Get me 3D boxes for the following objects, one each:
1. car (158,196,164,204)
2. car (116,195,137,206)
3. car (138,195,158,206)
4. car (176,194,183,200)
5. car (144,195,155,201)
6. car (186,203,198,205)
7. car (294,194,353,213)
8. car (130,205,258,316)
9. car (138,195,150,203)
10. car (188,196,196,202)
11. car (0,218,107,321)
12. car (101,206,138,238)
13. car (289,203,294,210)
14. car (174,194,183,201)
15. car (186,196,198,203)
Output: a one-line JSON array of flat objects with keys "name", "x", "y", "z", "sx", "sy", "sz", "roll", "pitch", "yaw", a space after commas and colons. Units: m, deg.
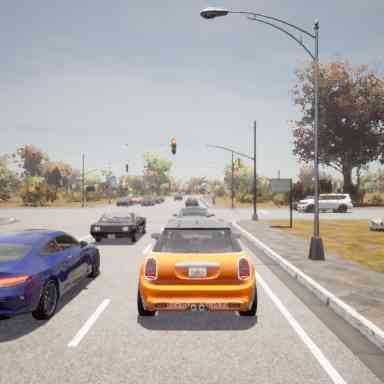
[{"name": "car", "x": -7.103, "y": 1.477, "z": 63.838, "sx": 1.882, "sy": 1.535, "sz": 5.008, "roll": 0, "pitch": 0, "yaw": 0}, {"name": "car", "x": -10.643, "y": 1.547, "z": 53.164, "sx": 2.033, "sy": 1.411, "sz": 5.357, "roll": 0, "pitch": 0, "yaw": 1}, {"name": "car", "x": -7.125, "y": 1.505, "z": 54.360, "sx": 1.837, "sy": 1.490, "sz": 4.892, "roll": 0, "pitch": 0, "yaw": 1}, {"name": "car", "x": -3.535, "y": 1.374, "z": 95.036, "sx": 1.812, "sy": 1.442, "sz": 4.674, "roll": 0, "pitch": 0, "yaw": 1}, {"name": "car", "x": -10.568, "y": 1.525, "z": 83.199, "sx": 2.128, "sy": 1.511, "sz": 4.902, "roll": 0, "pitch": 0, "yaw": 0}, {"name": "car", "x": 0.086, "y": 1.505, "z": 16.616, "sx": 1.837, "sy": 1.490, "sz": 4.892, "roll": 0, "pitch": 0, "yaw": 0}, {"name": "car", "x": 14.436, "y": 1.221, "z": 36.127, "sx": 5.566, "sy": 2.045, "sz": 2.150, "roll": 0, "pitch": 0, "yaw": 3}, {"name": "car", "x": 0.094, "y": 1.352, "z": 7.659, "sx": 2.097, "sy": 1.767, "sz": 4.553, "roll": 0, "pitch": 0, "yaw": 0}, {"name": "car", "x": -10.561, "y": 1.478, "z": 72.863, "sx": 1.882, "sy": 1.535, "sz": 5.008, "roll": 0, "pitch": 0, "yaw": 0}, {"name": "car", "x": -0.066, "y": 1.595, "z": 78.547, "sx": 1.895, "sy": 1.301, "sz": 4.718, "roll": 0, "pitch": 0, "yaw": 0}, {"name": "car", "x": -3.406, "y": 1.526, "z": 7.191, "sx": 1.812, "sy": 1.442, "sz": 4.674, "roll": 0, "pitch": 0, "yaw": 0}, {"name": "car", "x": -3.414, "y": 1.601, "z": 16.349, "sx": 1.895, "sy": 1.301, "sz": 4.718, "roll": 0, "pitch": 0, "yaw": 0}, {"name": "car", "x": 14.052, "y": 1.504, "z": 39.655, "sx": 4.892, "sy": 1.490, "sz": 1.837, "roll": 0, "pitch": 0, "yaw": 3}, {"name": "car", "x": -3.567, "y": 1.492, "z": 84.628, "sx": 1.837, "sy": 1.490, "sz": 4.892, "roll": 0, "pitch": 0, "yaw": 0}, {"name": "car", "x": 0.029, "y": 1.564, "z": 53.556, "sx": 1.994, "sy": 1.385, "sz": 4.181, "roll": 0, "pitch": 0, "yaw": 0}]
